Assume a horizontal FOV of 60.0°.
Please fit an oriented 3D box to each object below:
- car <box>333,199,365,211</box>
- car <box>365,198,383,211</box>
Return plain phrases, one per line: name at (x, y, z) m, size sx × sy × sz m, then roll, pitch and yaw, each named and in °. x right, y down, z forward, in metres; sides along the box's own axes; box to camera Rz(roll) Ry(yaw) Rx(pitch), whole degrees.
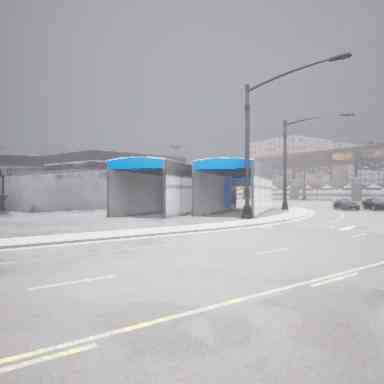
car at (18.601, 1.557, 40.271) m, size 2.033 × 1.411 × 5.357 m, roll 0°, pitch 0°, yaw 8°
car at (22.070, 1.464, 39.804) m, size 1.882 × 1.535 × 5.008 m, roll 0°, pitch 0°, yaw 8°
